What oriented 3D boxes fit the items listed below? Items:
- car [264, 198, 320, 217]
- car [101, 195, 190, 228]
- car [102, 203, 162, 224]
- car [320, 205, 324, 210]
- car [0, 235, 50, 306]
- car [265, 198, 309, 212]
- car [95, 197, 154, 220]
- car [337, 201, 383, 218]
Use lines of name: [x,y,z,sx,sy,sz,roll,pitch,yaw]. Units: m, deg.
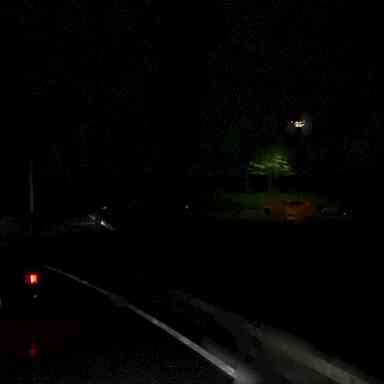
car: [9.016,1.462,30.952,5.008,1.535,1.882,0,0,-23]
car: [-2.893,1.205,22.004,5.566,2.045,2.150,0,0,-23]
car: [-4.536,1.550,25.113,4.181,1.385,1.994,0,0,-23]
car: [11.803,1.583,35.963,4.718,1.301,1.895,0,0,-23]
car: [-4.851,1.596,7.260,1.895,1.301,4.718,0,0,-42]
car: [11.326,1.458,39.567,5.008,1.535,1.882,0,0,-23]
car: [-5.771,1.334,28.391,4.553,1.767,2.097,0,0,-23]
car: [15.743,1.534,30.039,5.357,1.411,2.033,0,0,-23]
